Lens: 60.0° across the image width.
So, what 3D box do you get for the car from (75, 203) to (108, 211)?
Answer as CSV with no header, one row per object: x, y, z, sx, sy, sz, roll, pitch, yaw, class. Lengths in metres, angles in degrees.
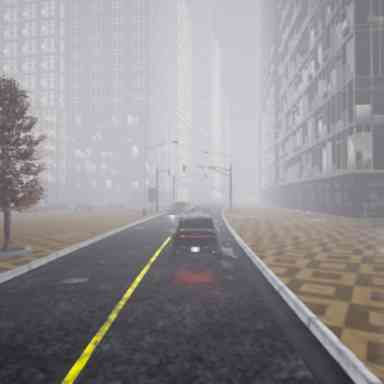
-15.828,2.345,51.182,4.403,1.369,2.008,-1,0,13,car

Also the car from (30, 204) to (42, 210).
-30.376,2.822,63.149,4.313,1.339,1.947,-1,0,13,car

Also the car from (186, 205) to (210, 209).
0.800,1.900,28.128,1.895,1.301,4.718,0,-1,4,car

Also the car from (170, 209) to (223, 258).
0.192,1.653,13.437,1.837,1.490,4.892,0,0,2,car

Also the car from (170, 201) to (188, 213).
-1.416,1.925,40.254,1.837,1.490,4.892,0,-1,5,car

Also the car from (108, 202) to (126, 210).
-13.938,2.465,59.345,4.403,1.369,2.008,-1,0,13,car

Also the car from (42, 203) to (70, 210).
-24.897,2.707,61.881,4.313,1.339,1.947,-1,0,13,car
